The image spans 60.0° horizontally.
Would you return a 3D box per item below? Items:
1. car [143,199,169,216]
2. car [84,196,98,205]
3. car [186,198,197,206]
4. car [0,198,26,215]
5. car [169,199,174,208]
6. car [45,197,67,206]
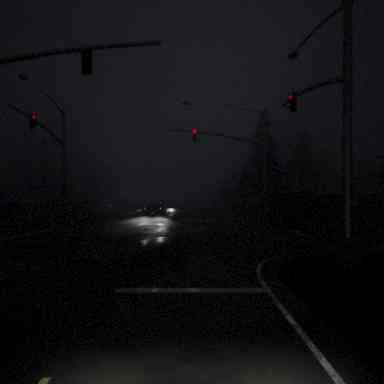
[{"bbox_3d":[-3.642,1.630,33.128,1.895,1.301,4.718,0,0,0],"label":"car"},{"bbox_3d":[-17.538,1.429,57.771,1.845,1.501,3.633,0,0,0],"label":"car"},{"bbox_3d":[-0.079,1.647,55.974,1.895,1.301,4.718,0,0,0],"label":"car"},{"bbox_3d":[-17.747,1.373,31.738,2.007,1.523,4.514,0,0,0],"label":"car"},{"bbox_3d":[-3.648,1.642,48.548,1.895,1.301,4.718,0,0,0],"label":"car"},{"bbox_3d":[-20.581,1.435,50.376,1.970,1.475,3.806,0,0,0],"label":"car"}]
